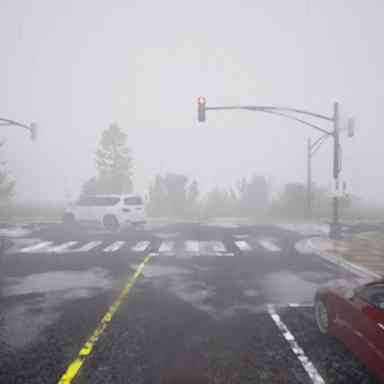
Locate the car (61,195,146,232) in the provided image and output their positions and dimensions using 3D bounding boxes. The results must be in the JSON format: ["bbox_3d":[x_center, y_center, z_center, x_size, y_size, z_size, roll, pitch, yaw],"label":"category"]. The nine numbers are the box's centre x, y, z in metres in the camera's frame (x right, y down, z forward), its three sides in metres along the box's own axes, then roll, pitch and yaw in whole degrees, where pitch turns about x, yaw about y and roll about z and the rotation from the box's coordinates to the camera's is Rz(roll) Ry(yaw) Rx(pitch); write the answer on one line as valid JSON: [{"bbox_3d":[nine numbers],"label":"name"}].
[{"bbox_3d":[-5.413,1.189,20.199,5.566,2.045,2.150,0,-1,28],"label":"car"}]

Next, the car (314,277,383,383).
[{"bbox_3d":[2.811,1.575,3.765,1.802,1.307,4.206,-1,0,0],"label":"car"}]
